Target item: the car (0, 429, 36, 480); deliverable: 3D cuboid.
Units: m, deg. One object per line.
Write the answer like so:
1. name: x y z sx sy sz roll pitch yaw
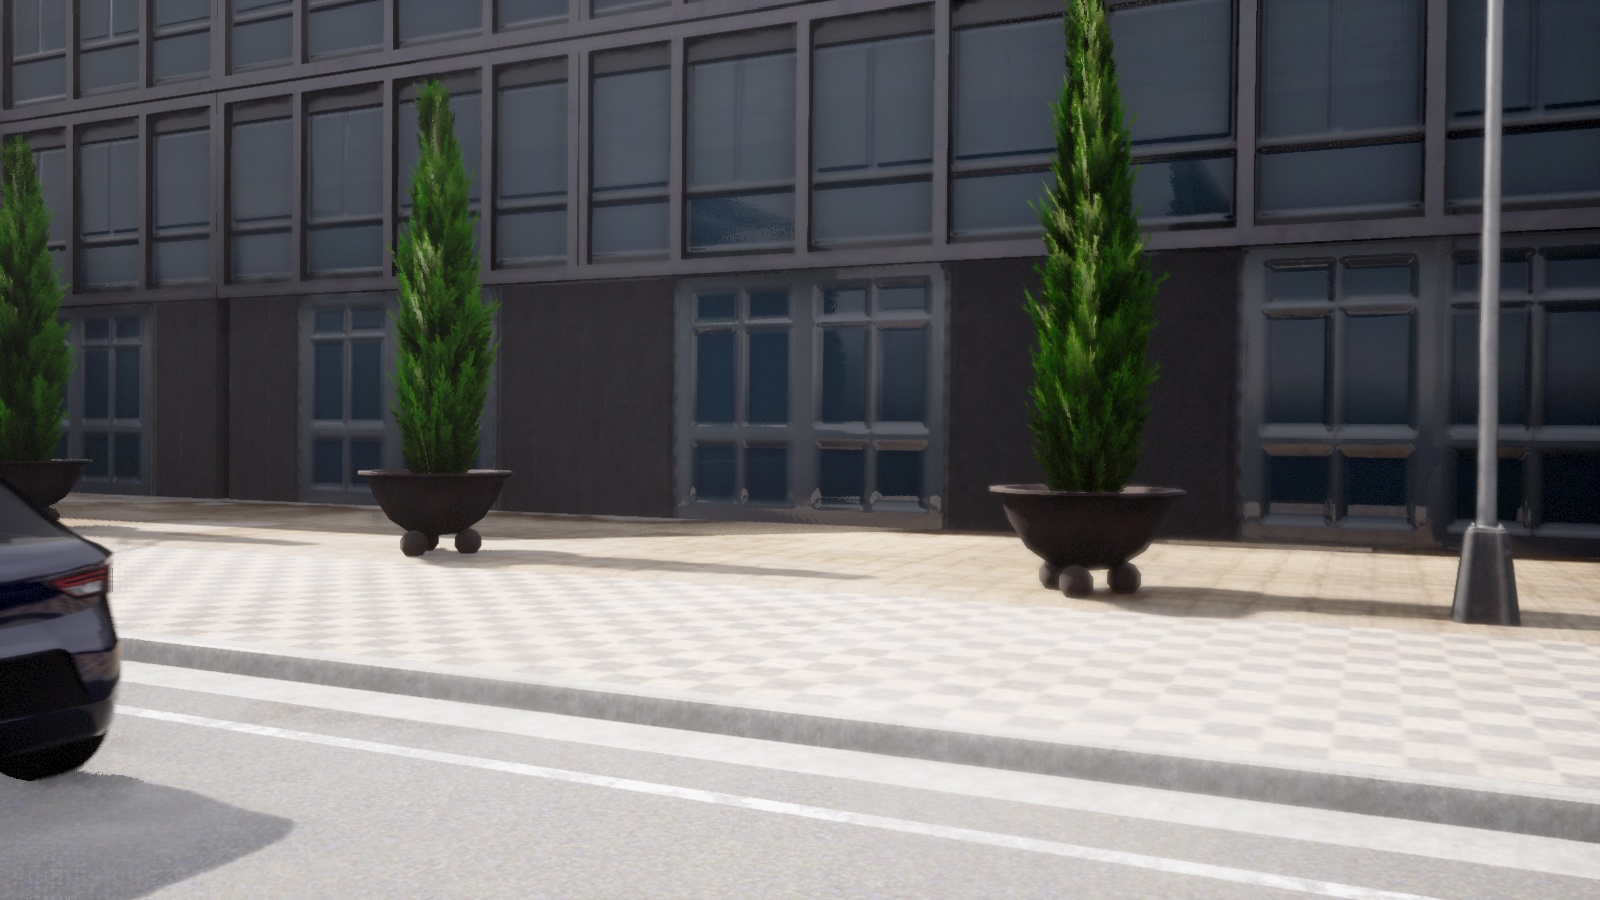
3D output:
1. car: -30.781 0.170 46.470 1.905 1.878 3.866 0 1 24

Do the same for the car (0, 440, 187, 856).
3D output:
1. car: -4.816 0.717 5.219 4.193 1.474 1.816 0 1 25
